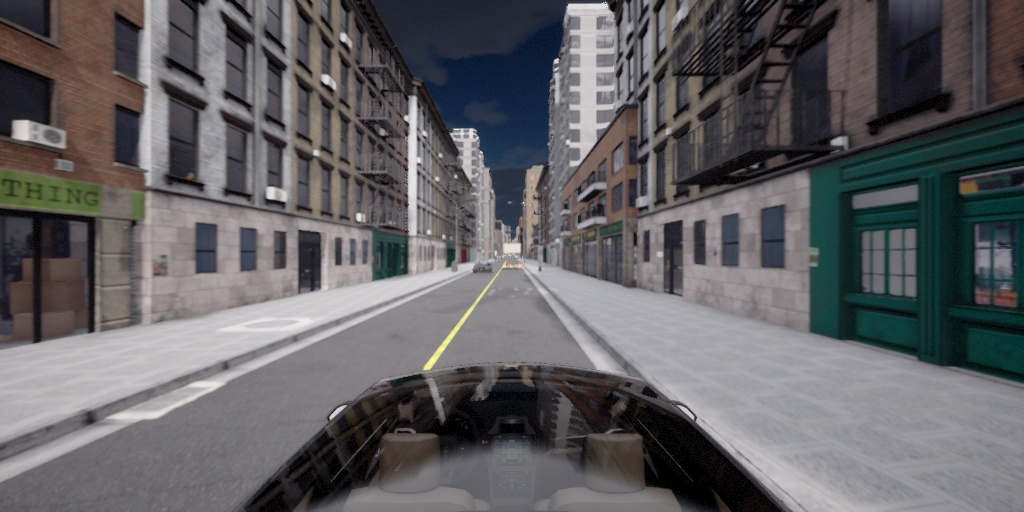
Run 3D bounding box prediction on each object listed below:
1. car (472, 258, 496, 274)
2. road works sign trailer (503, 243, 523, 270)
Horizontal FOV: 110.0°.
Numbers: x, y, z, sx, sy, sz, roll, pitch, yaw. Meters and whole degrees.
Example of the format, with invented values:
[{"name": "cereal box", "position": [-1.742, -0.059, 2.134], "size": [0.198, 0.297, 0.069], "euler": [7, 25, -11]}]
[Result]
[{"name": "car", "position": [-3.091, 1.169, 38.679], "size": [1.994, 1.385, 4.181], "euler": [0, 0, 0]}, {"name": "road works sign trailer", "position": [0.003, 0.028, 47.156], "size": [2.380, 3.560, 2.880], "euler": [0, 0, 0]}]
